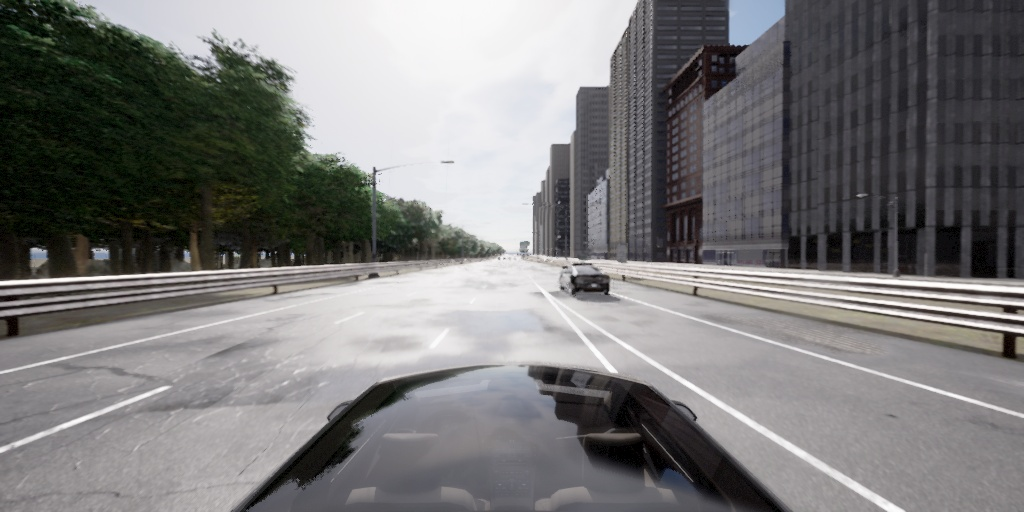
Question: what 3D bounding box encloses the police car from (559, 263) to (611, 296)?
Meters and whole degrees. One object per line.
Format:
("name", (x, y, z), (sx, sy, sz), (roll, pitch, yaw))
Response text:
("police car", (3.783, 1.185, 19.438), (1.930, 1.638, 5.238), (0, 0, -2))
